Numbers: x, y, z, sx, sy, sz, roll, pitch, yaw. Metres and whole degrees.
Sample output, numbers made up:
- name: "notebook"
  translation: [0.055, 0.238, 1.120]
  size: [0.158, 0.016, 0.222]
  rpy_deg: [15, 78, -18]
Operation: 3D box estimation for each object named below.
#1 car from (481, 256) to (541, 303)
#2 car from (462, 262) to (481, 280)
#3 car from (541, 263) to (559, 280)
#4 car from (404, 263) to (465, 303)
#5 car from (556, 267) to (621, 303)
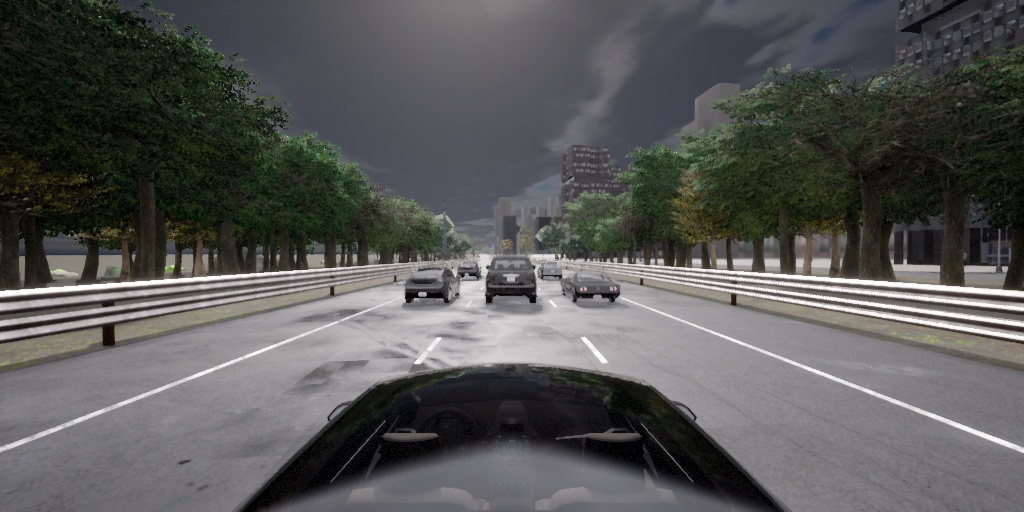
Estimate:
- name: "car"
  translation: [-0.052, 1.006, 16.654]
  size: [2.150, 2.045, 5.566]
  rpy_deg: [0, 0, 0]
- name: "car"
  translation: [-3.706, 1.270, 31.613]
  size: [1.837, 1.490, 4.892]
  rpy_deg: [0, 0, -1]
- name: "car"
  translation: [3.293, 1.316, 31.709]
  size: [2.033, 1.411, 5.357]
  rpy_deg: [0, 0, -1]
- name: "car"
  translation: [-3.551, 1.265, 16.601]
  size: [1.837, 1.490, 4.892]
  rpy_deg: [0, 0, 0]
- name: "car"
  translation: [3.448, 1.364, 16.679]
  size: [1.895, 1.301, 4.718]
  rpy_deg: [0, 0, 0]
